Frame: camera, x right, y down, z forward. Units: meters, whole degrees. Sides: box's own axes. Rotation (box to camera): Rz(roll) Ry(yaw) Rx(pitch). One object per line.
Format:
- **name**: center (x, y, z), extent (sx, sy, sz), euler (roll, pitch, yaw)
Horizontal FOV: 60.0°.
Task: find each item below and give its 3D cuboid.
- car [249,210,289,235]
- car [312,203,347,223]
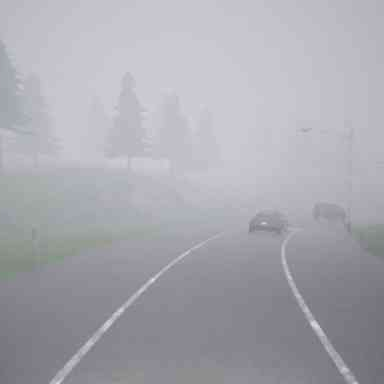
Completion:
- **car**: center (4.996, 1.867, 21.351), extent (1.994, 1.385, 4.181), euler (2, -1, 23)
- **car**: center (15.498, 2.279, 37.310), extent (2.150, 2.045, 5.566), euler (4, 0, 43)
